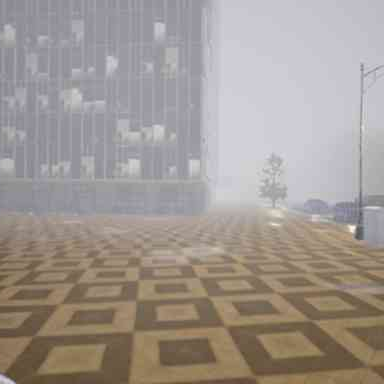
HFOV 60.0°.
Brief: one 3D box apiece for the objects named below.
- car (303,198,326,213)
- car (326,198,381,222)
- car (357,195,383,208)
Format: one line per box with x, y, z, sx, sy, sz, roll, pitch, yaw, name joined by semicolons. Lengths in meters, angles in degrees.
13.532;1.485;36.451;1.882;1.535;5.008;1;0;6;car
12.486;1.478;26.134;1.882;1.535;5.008;1;0;6;car
16.059;1.261;29.022;2.150;2.045;5.566;1;0;6;car
